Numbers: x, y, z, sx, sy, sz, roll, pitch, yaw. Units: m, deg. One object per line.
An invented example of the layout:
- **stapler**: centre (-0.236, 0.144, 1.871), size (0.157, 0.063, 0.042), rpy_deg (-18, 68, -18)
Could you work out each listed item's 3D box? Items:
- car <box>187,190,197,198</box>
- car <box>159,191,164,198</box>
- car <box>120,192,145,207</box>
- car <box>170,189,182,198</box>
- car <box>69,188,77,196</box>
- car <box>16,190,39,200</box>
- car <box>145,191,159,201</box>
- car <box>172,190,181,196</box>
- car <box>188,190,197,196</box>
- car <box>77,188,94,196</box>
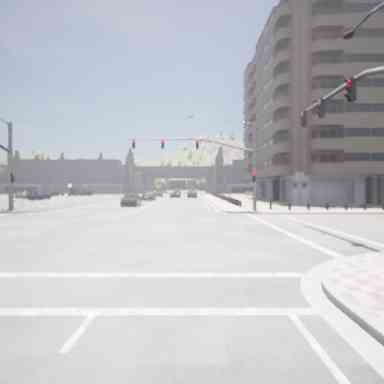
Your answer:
- **car**: centre (0.020, 0.538, 67.373), size (1.994, 1.385, 4.181), rpy_deg (0, 1, 0)
- **car**: centre (-6.980, 0.470, 68.796), size (1.994, 1.385, 4.181), rpy_deg (0, 1, 0)
- **car**: centre (-7.079, 0.910, 38.682), size (1.837, 1.490, 4.892), rpy_deg (0, 2, 0)
- **car**: centre (-3.480, 0.575, 67.406), size (1.895, 1.301, 4.718), rpy_deg (0, 1, 0)
- **car**: centre (-27.420, -0.028, 77.793), size (1.905, 1.878, 3.866), rpy_deg (0, 1, 0)
- **car**: centre (-30.192, 0.476, 60.342), size (1.970, 1.475, 3.806), rpy_deg (0, 1, 0)
- **car**: centre (-7.049, 0.670, 53.920), size (2.128, 1.511, 4.902), rpy_deg (0, 1, 0)
- **car**: centre (-3.477, 0.195, 76.347), size (1.837, 1.490, 4.892), rpy_deg (0, 1, 0)
- **car**: centre (0.023, 0.235, 76.347), size (2.033, 1.411, 5.357), rpy_deg (0, 1, 0)
- **car**: centre (-24.525, -0.030, 77.728), size (1.932, 1.855, 4.605), rpy_deg (0, 1, 0)
